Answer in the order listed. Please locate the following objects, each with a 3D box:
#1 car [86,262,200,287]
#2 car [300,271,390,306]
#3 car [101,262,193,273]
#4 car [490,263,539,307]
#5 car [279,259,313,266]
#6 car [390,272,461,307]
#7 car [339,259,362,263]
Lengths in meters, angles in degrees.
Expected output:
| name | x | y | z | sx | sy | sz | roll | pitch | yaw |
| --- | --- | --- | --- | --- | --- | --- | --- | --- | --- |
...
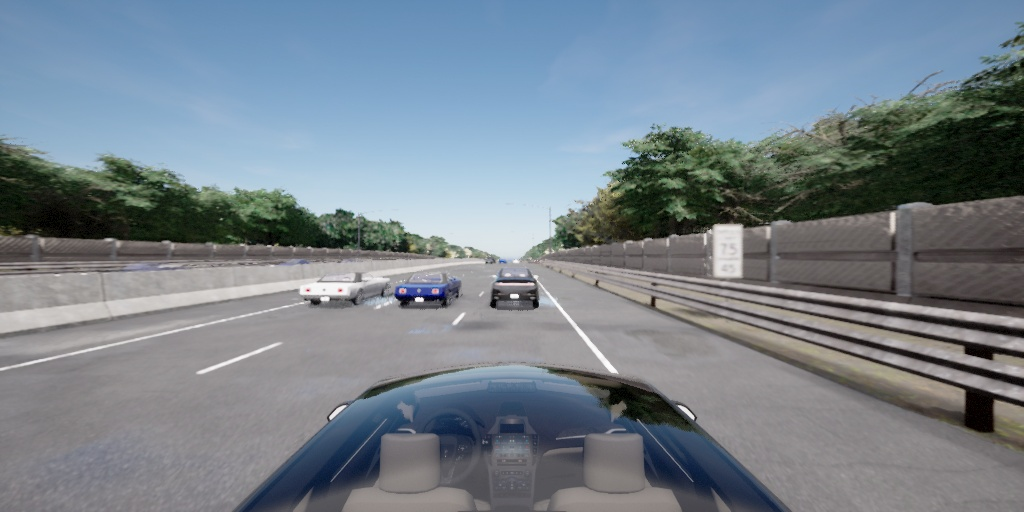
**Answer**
| name | x | y | z | sx | sy | sz | roll | pitch | yaw |
| --- | --- | --- | --- | --- | --- | --- | --- | --- | --- |
| car | -24.358 | 1.137 | 24.081 | 2.033 | 1.411 | 5.357 | 0 | 0 | 1 |
| car | -6.878 | 1.304 | 15.469 | 1.895 | 1.301 | 4.718 | 0 | 0 | 1 |
| car | -20.897 | 1.213 | 21.445 | 1.895 | 1.301 | 4.718 | 0 | 0 | 1 |
| car | 0.122 | 1.239 | 15.367 | 2.128 | 1.511 | 4.902 | 0 | 0 | 1 |
| car | -24.128 | 1.104 | 40.167 | 1.812 | 1.442 | 4.674 | 0 | 0 | 1 |
| car | -3.378 | 1.326 | 15.426 | 1.895 | 1.301 | 4.718 | 0 | 0 | 1 |
| car | -20.529 | 1.088 | 45.511 | 2.128 | 1.511 | 4.902 | 0 | 0 | 1 |
